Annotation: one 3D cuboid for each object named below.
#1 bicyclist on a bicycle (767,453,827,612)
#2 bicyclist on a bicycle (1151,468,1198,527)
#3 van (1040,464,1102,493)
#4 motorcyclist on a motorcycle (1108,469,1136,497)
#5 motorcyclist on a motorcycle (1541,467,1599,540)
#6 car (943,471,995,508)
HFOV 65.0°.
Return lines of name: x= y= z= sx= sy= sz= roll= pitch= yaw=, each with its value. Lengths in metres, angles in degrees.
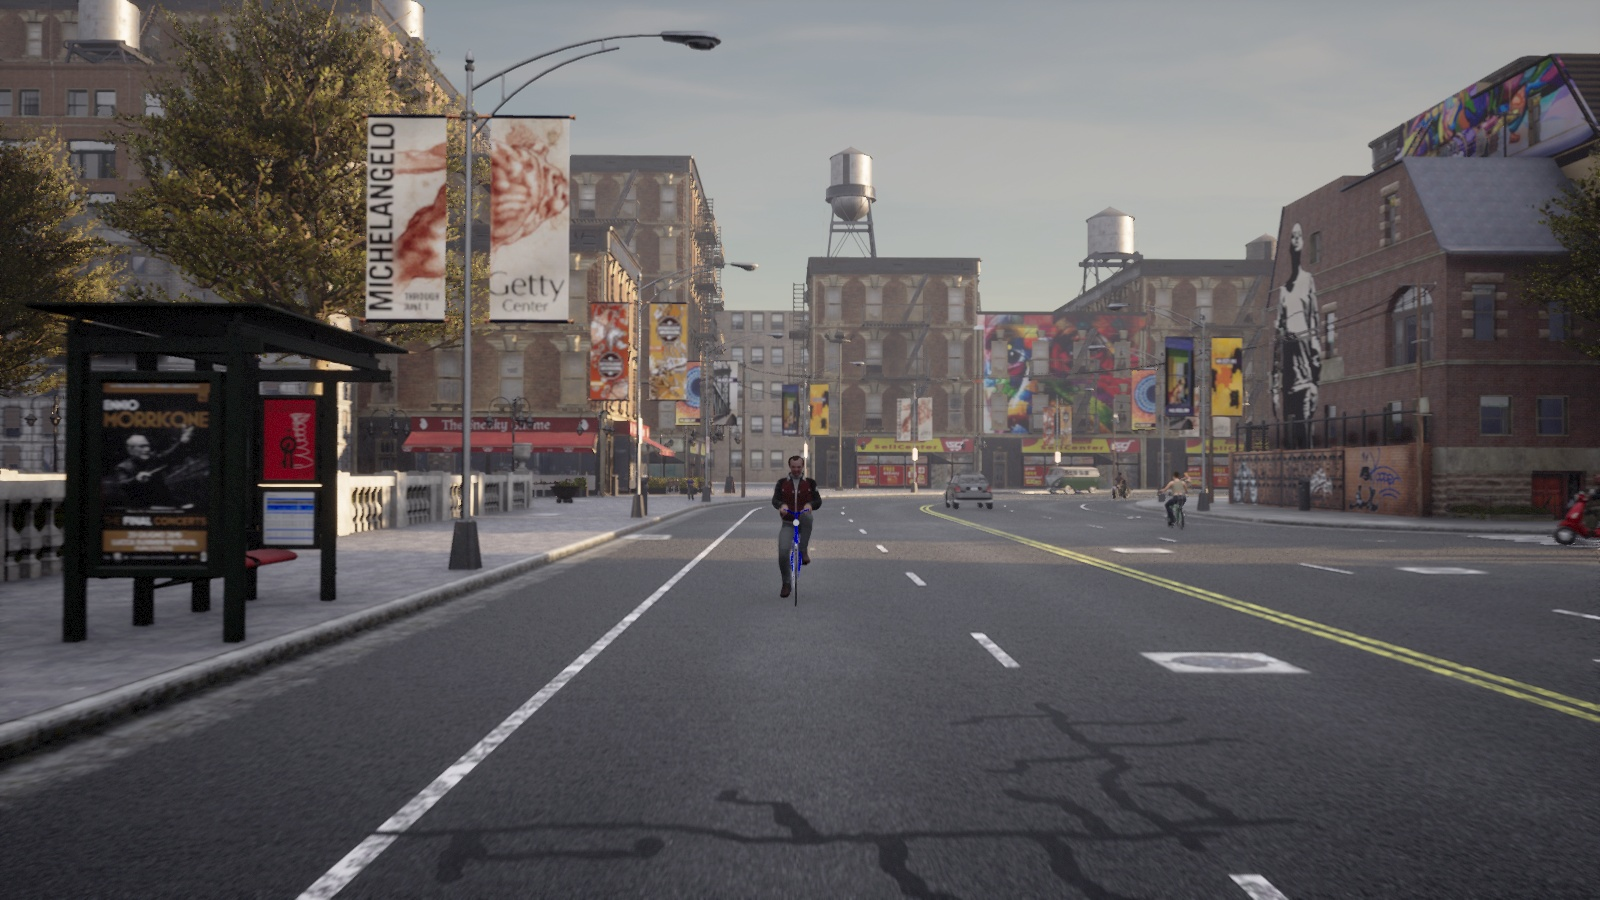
bicyclist on a bicycle: x=-0.039 y=0.944 z=14.983 sx=0.659 sy=1.776 sz=1.843 roll=0 pitch=-1 yaw=0
bicyclist on a bicycle: x=10.410 y=1.310 z=34.945 sx=0.866 sy=1.612 sz=1.509 roll=0 pitch=-1 yaw=0
van: x=19.589 y=2.046 z=90.641 sx=4.442 sy=1.987 sz=1.775 roll=0 pitch=-1 yaw=-35
motorcyclist on a motorcycle: x=19.491 y=1.993 z=75.990 sx=0.766 sy=1.649 sz=2.350 roll=-1 pitch=-1 yaw=37
motorcyclist on a motorcycle: x=17.499 y=1.174 z=27.663 sx=1.817 sy=1.590 sz=0.866 roll=0 pitch=-2 yaw=12
car: x=7.328 y=1.705 z=54.749 sx=1.789 sy=1.549 sz=3.705 roll=0 pitch=-1 yaw=0
